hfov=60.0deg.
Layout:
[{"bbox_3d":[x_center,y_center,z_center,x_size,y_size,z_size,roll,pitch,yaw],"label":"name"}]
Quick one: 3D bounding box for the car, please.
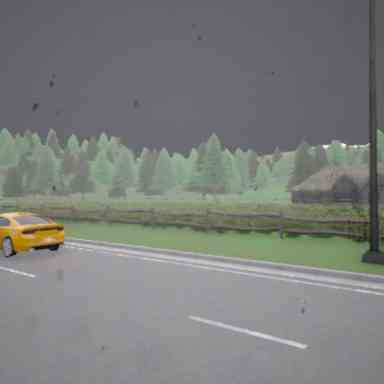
[{"bbox_3d":[-7.172,1.566,13.404,5.008,1.535,1.882,0,0,35],"label":"car"}]
